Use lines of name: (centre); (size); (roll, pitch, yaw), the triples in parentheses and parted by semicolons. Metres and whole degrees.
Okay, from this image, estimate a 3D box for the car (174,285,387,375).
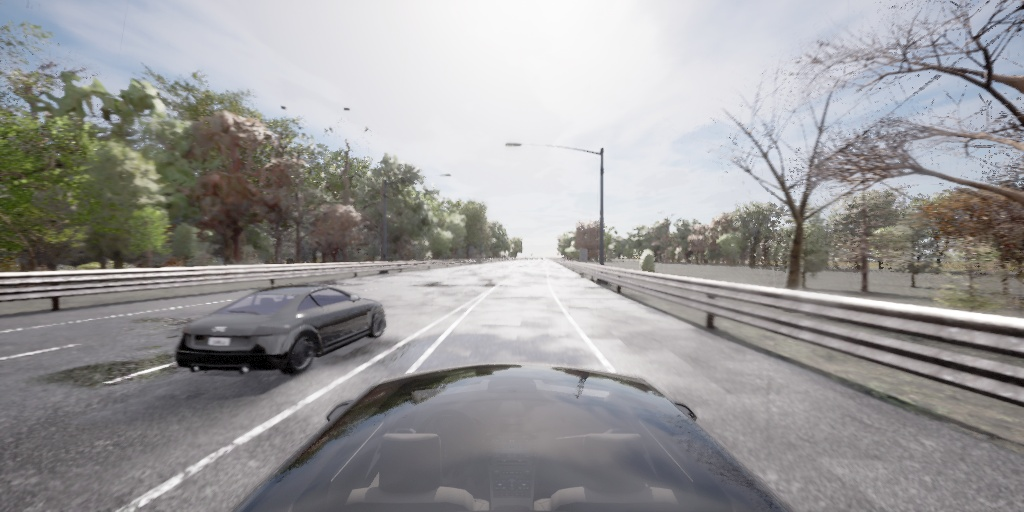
car: (-4.320, 1.293, 7.510); (1.994, 1.385, 4.181); (0, 0, 5)
